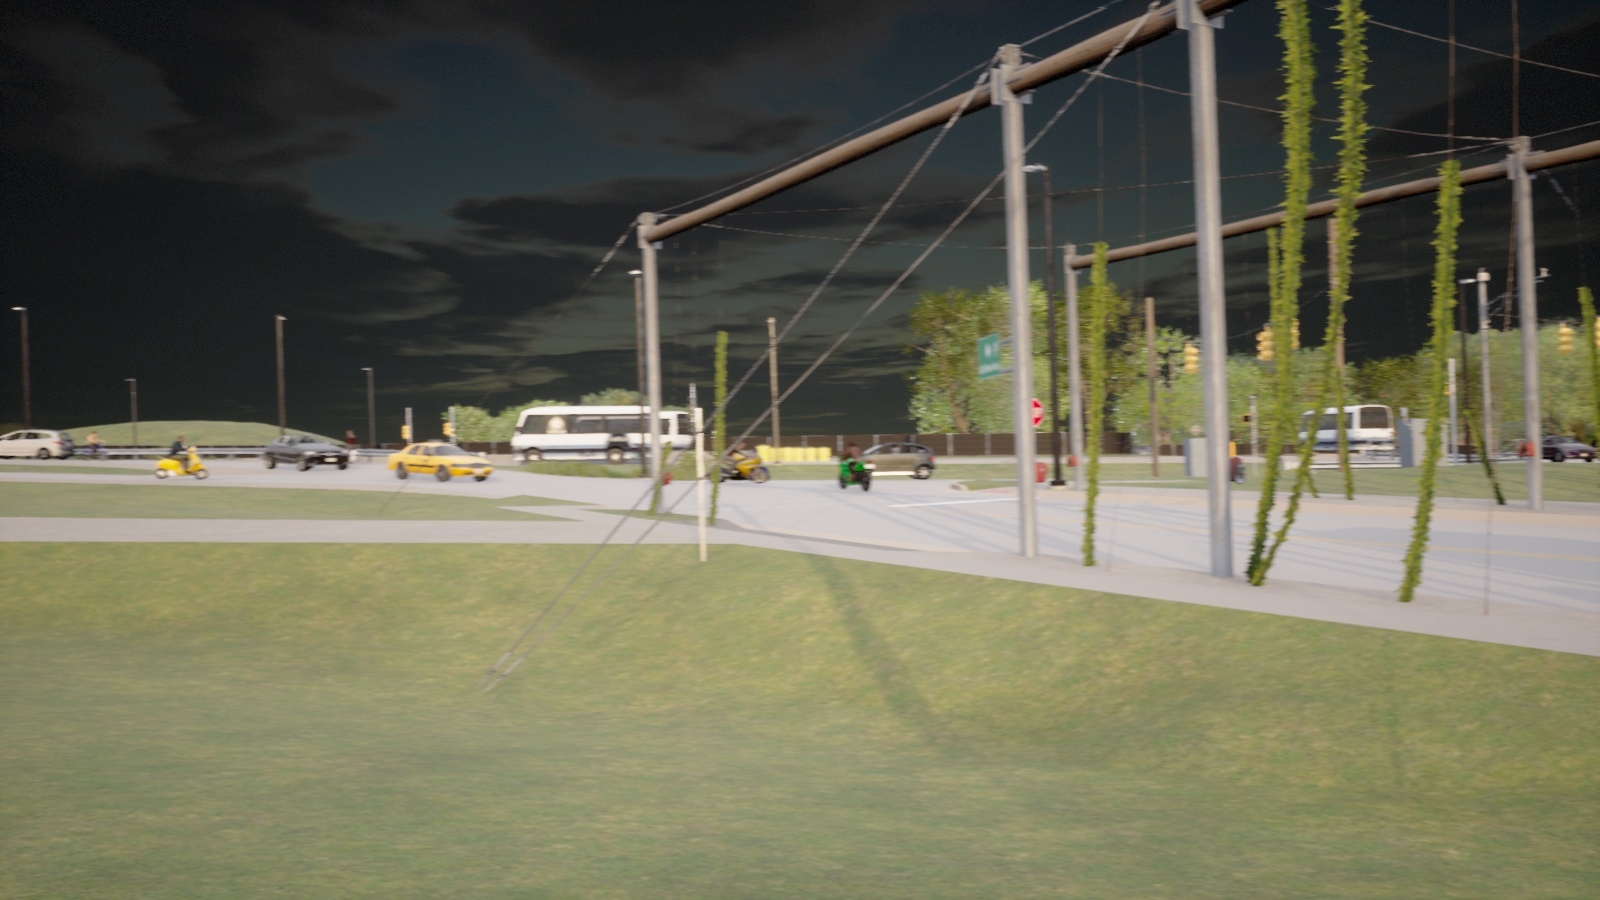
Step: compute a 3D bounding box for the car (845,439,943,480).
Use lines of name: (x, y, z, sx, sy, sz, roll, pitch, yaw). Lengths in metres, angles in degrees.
car: (3.831, 0.396, 51.631, 3.705, 1.549, 1.789, -2, -1, -7)

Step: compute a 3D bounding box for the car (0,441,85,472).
car: (-42.357, 0.387, 69.210, 4.611, 1.667, 2.242, 0, -1, -4)

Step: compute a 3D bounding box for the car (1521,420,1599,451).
car: (40.130, -0.742, 66.043, 1.816, 1.474, 4.193, -2, 0, -2)

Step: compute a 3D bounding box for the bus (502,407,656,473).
bus: (-15.413, -0.664, 88.531, 10.273, 4.253, 3.944, -2, -1, -5)

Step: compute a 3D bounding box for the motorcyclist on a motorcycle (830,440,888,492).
motorcyclist on a motorcycle: (1.792, 0.460, 38.374, 0.797, 1.523, 2.044, -3, 1, -27)

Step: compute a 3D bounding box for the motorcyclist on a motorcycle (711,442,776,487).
motorcyclist on a motorcycle: (-2.001, 0.527, 44.575, 2.191, 1.530, 0.866, -1, -1, 2)

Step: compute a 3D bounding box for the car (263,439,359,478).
car: (-22.455, 0.333, 57.562, 5.027, 1.651, 2.152, 1, 2, 44)

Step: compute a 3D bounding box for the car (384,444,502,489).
car: (-13.806, 0.605, 48.371, 5.366, 1.575, 1.801, 1, 2, 43)

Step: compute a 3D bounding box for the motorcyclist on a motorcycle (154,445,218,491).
motorcyclist on a motorcycle: (-21.456, 0.642, 43.930, 1.817, 1.590, 0.866, 0, -1, -5)
